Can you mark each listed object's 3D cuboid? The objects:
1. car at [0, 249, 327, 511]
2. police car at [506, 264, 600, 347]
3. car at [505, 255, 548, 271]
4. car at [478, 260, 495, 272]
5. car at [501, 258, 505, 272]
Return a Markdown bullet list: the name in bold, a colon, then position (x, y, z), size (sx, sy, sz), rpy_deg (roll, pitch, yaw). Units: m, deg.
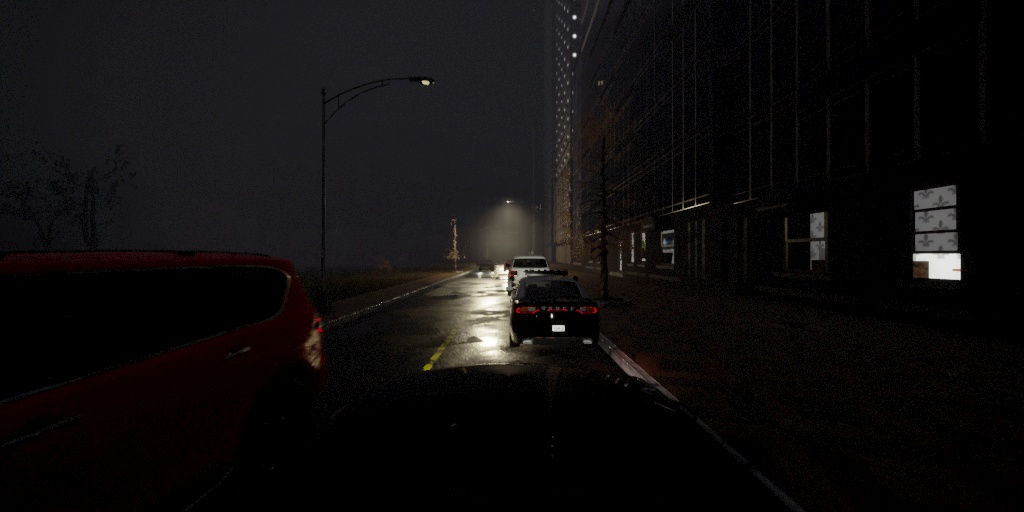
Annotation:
- **car**: position (-3.101, 0.971, 1.680), size (2.150, 2.045, 5.566), rpy_deg (0, 0, 0)
- **police car**: position (0.881, 1.175, 9.430), size (1.930, 1.638, 5.238), rpy_deg (0, 0, 0)
- **car**: position (0.857, 0.975, 19.351), size (2.150, 2.045, 5.566), rpy_deg (0, 0, 0)
- **car**: position (-3.205, 1.226, 45.594), size (1.882, 1.535, 5.008), rpy_deg (0, 0, 0)
- **car**: position (-0.085, 1.226, 47.546), size (1.882, 1.535, 5.008), rpy_deg (0, 0, 0)
